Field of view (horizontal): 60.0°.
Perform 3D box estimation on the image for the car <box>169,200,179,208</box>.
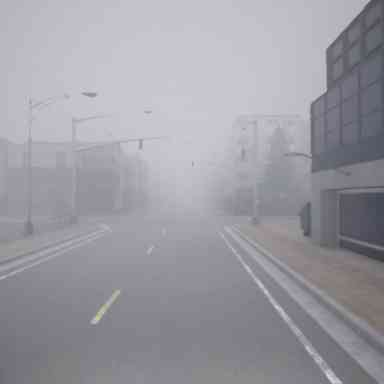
[{"bbox_3d":[-3.537,2.415,65.179,1.837,1.490,4.892,0,0,0],"label":"car"}]
